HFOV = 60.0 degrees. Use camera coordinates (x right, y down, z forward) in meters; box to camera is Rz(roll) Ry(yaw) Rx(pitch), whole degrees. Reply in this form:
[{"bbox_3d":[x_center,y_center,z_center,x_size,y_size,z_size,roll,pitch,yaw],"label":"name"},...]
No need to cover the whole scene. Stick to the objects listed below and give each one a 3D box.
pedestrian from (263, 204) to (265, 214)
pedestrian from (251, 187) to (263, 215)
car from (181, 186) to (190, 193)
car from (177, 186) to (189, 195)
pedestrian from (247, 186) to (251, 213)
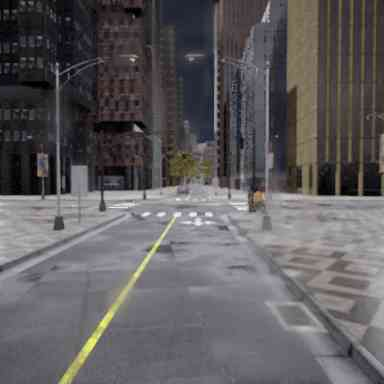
[{"bbox_3d":[4.546,0.537,22.395,0.375,1.860,0.375,0,2,1],"label":"pedestrian"},{"bbox_3d":[4.272,0.552,21.774,0.375,1.860,0.375,0,2,1],"label":"pedestrian"},{"bbox_3d":[-1.587,-0.654,81.377,2.128,1.511,4.902,0,2,1],"label":"car"},{"bbox_3d":[-1.860,-0.414,65.937,2.097,1.767,4.553,0,2,1],"label":"car"},{"bbox_3d":[4.041,0.521,22.979,0.375,1.860,0.375,0,2,1],"label":"pedestrian"}]
